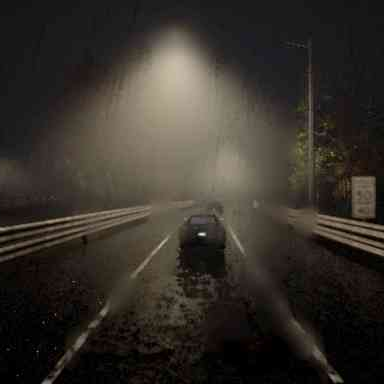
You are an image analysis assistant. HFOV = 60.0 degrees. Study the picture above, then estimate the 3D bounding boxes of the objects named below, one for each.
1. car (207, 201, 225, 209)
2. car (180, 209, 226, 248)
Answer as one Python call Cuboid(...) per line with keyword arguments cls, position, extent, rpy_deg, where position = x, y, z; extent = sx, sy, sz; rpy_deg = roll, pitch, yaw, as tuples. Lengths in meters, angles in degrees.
Cuboid(cls="car", position=(2.989, 1.857, 41.964), extent=(1.837, 1.490, 4.892), rpy_deg=(0, 0, 8))
Cuboid(cls="car", position=(0.528, 1.697, 15.448), extent=(1.994, 1.385, 4.181), rpy_deg=(0, 0, 3))
